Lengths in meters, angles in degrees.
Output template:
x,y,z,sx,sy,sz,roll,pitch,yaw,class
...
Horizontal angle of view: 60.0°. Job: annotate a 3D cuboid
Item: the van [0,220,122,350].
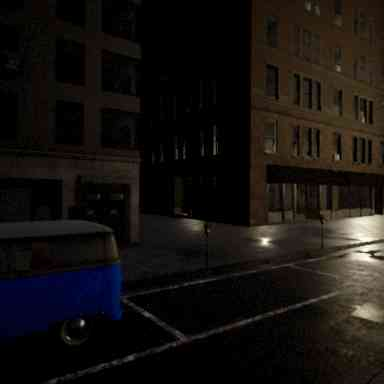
x,y,z,sx,sy,sz,roll,pitch,yaw,class
-2.987,1.341,4.622,3.998,1.788,1.690,0,1,-35,van
